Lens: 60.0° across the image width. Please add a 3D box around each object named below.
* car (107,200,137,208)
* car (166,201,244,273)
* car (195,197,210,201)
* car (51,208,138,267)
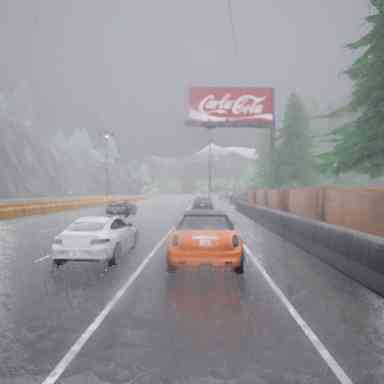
[{"bbox_3d":[-6.063,1.414,29.026,2.128,1.511,4.902,0,0,2],"label":"car"},{"bbox_3d":[0.406,1.329,10.772,2.097,1.767,4.553,0,0,2],"label":"car"},{"bbox_3d":[1.085,1.280,33.893,2.097,1.767,4.553,0,0,2],"label":"car"},{"bbox_3d":[-3.089,1.494,11.243,1.812,1.442,4.674,0,0,2],"label":"car"}]
